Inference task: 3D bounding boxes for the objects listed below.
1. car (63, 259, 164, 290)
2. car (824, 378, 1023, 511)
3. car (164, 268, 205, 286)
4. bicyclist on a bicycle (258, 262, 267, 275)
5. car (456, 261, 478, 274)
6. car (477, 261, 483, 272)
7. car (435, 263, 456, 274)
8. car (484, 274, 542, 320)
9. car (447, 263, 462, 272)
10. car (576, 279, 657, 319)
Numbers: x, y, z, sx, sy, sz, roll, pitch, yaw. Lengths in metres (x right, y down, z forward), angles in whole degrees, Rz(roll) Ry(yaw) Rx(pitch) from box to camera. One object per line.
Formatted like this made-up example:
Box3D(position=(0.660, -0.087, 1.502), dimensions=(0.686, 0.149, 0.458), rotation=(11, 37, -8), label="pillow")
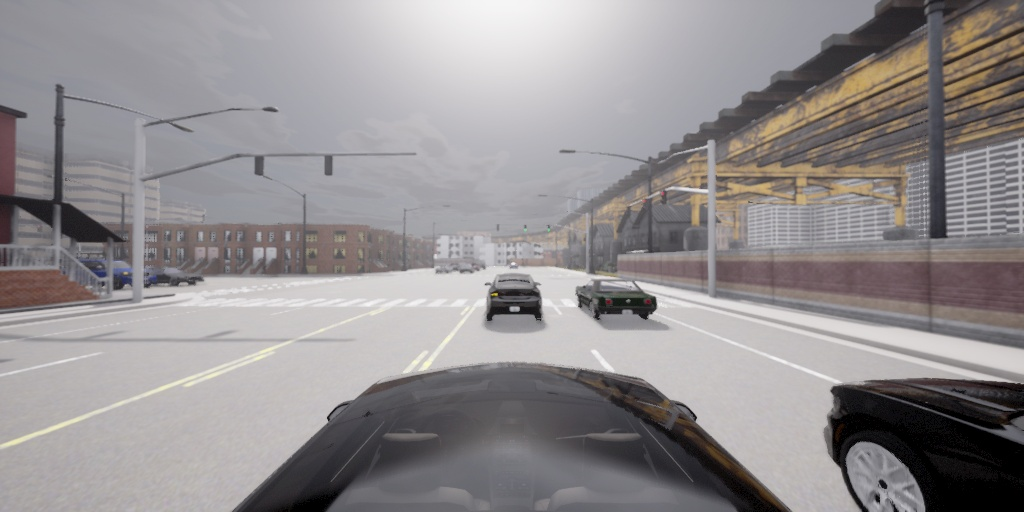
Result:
Box3D(position=(-27.886, 1.244, 24.622), dimensions=(5.566, 2.045, 2.150), rotation=(0, -1, 0), label="car")
Box3D(position=(3.591, 1.219, 0.985), dimensions=(1.882, 1.535, 5.008), rotation=(0, 0, 0), label="car")
Box3D(position=(-27.386, 1.613, 28.109), dimensions=(5.357, 1.411, 2.033), rotation=(0, -1, 0), label="car")
Box3D(position=(-30.990, 1.566, 44.615), dimensions=(0.582, 1.620, 1.656), rotation=(0, 0, 0), label="bicyclist on a bicycle")
Box3D(position=(-6.856, 1.946, 55.097), dimensions=(2.033, 1.411, 5.357), rotation=(0, -1, 0), label="car")
Box3D(position=(-6.772, 2.040, 64.684), dimensions=(1.812, 1.442, 4.674), rotation=(0, -1, 0), label="car")
Box3D(position=(-10.360, 1.995, 54.791), dimensions=(1.895, 1.301, 4.718), rotation=(0, -1, 1), label="car")
Box3D(position=(0.038, 1.396, 13.343), dimensions=(1.837, 1.490, 4.892), rotation=(0, -1, -1), label="car")
Box3D(position=(-10.274, 2.012, 64.109), dimensions=(1.837, 1.490, 4.892), rotation=(0, -1, 1), label="car")
Box3D(position=(3.634, 1.494, 13.443), dimensions=(1.895, 1.301, 4.718), rotation=(0, -1, 0), label="car")
